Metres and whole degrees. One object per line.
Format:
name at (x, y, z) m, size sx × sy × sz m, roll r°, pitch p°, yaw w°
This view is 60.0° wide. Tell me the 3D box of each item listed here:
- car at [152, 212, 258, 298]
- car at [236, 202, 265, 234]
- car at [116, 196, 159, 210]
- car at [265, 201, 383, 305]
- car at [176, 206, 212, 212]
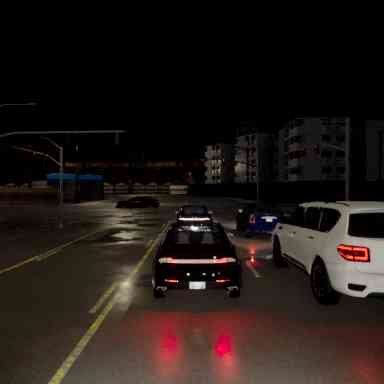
car at (0.103, 1.499, 8.534) m, size 2.128 × 1.511 × 4.902 m, roll 0°, pitch 0°, yaw 0°
car at (3.611, 1.328, 17.669) m, size 2.097 × 1.767 × 4.553 m, roll 0°, pitch 0°, yaw 0°
car at (-6.221, 1.269, 38.035) m, size 4.892 × 1.490 × 1.837 m, roll 0°, pitch 1°, yaw -1°
car at (3.595, 1.220, 8.246) m, size 2.150 × 2.045 × 5.566 m, roll 0°, pitch 0°, yaw 0°
car at (0.113, 1.473, 17.946) m, size 2.128 × 1.511 × 4.902 m, roll 0°, pitch 0°, yaw 0°
